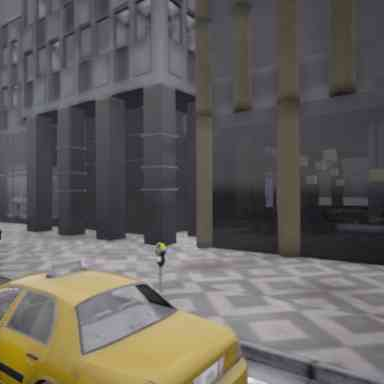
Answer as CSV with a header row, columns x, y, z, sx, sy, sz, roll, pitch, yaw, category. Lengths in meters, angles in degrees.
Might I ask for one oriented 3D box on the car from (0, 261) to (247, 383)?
x,y,z,sx,sy,sz,roll,pitch,yaw,category
-1.732,1.560,4.195,4.829,1.417,1.752,-1,0,35,car
